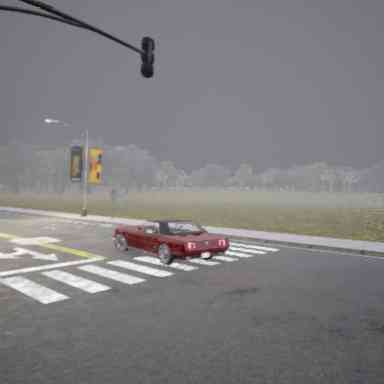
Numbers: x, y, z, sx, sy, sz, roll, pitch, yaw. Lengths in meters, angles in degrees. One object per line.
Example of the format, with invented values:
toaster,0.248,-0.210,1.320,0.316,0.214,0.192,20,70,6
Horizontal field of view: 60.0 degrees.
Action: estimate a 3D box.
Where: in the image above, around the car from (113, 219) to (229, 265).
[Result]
car,-0.974,1.579,11.638,1.895,1.301,4.718,2,-1,-38
